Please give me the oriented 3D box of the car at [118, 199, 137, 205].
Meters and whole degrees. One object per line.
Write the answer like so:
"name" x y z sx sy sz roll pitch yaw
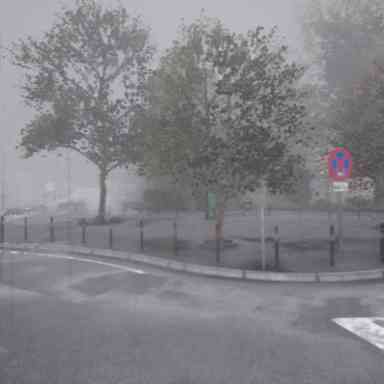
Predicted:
"car" -17.355 2.675 88.947 4.792 1.488 2.163 -1 -1 -16

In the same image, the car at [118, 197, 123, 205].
"car" -12.733 2.153 72.782 5.566 2.045 2.435 -1 0 -16

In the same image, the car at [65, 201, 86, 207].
"car" -27.855 2.870 79.940 4.674 1.452 2.002 -1 0 -16

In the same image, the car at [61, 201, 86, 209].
"car" -25.506 2.709 71.797 5.008 1.535 2.097 -1 -1 -16

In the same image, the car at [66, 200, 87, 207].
"car" -28.673 2.900 82.645 4.792 1.488 2.163 -1 0 -16

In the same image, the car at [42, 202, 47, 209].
"car" -31.004 2.752 68.167 1.812 1.442 4.674 -1 0 -16

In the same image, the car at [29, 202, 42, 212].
"car" -28.166 2.801 57.973 2.033 1.411 5.357 -1 -1 -16

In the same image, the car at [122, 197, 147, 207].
"car" -11.156 2.182 67.220 4.553 1.767 2.185 -1 0 -16

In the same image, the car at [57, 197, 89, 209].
"car" -23.962 2.371 66.364 5.566 2.045 2.435 -1 -1 -16

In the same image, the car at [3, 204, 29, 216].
"car" -25.098 2.682 47.199 1.895 1.301 4.718 -1 -1 -15

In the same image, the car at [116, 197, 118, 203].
"car" -15.817 2.566 83.513 5.008 1.535 2.097 -1 0 -16
